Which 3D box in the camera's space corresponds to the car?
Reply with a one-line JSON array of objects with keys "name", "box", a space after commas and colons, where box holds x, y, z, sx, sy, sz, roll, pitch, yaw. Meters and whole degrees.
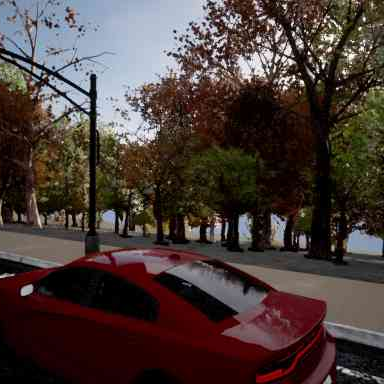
[{"name": "car", "box": [-0.865, 1.477, 4.293, 5.008, 1.535, 1.882, 0, 0, 35]}]
